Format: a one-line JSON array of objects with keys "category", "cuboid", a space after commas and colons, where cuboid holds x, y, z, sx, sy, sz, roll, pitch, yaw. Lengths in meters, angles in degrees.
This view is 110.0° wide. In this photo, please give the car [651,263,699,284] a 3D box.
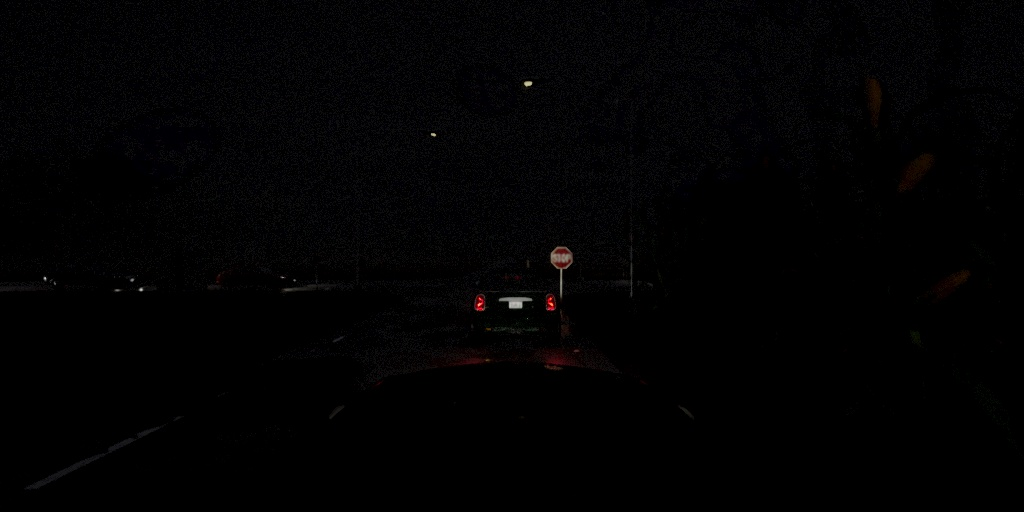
[{"category": "car", "cuboid": [12.631, 1.235, 26.409, 4.674, 1.442, 1.812, 0, 2, 0]}]

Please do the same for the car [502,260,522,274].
[{"category": "car", "cuboid": [-0.001, 1.206, 40.845, 2.128, 1.511, 4.902, 0, 0, 0]}]

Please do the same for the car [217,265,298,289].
[{"category": "car", "cuboid": [-16.457, 1.321, 23.276, 4.674, 1.442, 1.812, 0, 2, 0]}]

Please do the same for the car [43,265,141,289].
[{"category": "car", "cuboid": [-27.066, 1.311, 23.208, 4.902, 1.511, 2.128, 0, 2, 0]}]

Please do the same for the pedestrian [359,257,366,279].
[{"category": "pedestrian", "cuboid": [-12.252, 0.966, 29.270, 0.375, 1.860, 0.375, 0, 2, 0]}]

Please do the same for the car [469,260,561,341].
[{"category": "car", "cuboid": [0.026, 1.093, 10.000, 2.097, 1.767, 4.553, 0, 0, -1]}]
